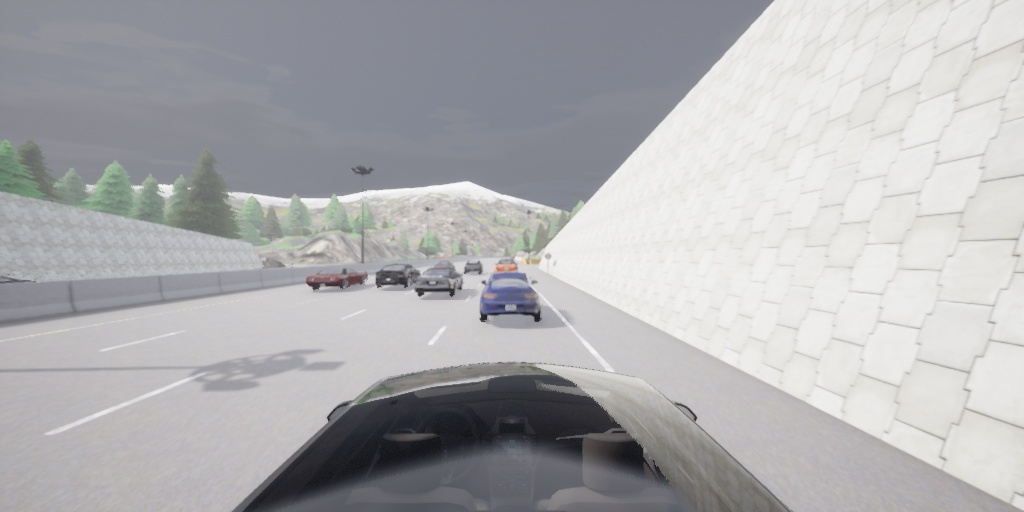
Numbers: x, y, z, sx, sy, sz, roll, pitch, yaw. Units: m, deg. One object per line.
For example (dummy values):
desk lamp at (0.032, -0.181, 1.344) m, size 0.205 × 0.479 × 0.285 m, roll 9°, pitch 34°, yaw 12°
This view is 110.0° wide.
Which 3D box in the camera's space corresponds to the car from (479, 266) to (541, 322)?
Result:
car at (-0.079, 1.252, 12.165) m, size 1.812 × 1.442 × 4.674 m, roll 0°, pitch 0°, yaw -1°

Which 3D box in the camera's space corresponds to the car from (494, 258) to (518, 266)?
car at (-0.494, 1.035, 31.932) m, size 2.097 × 1.767 × 4.553 m, roll 0°, pitch 0°, yaw -1°

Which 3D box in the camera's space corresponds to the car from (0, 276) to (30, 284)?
car at (-21.308, 1.418, 13.798) m, size 1.994 × 1.385 × 4.181 m, roll 0°, pitch 0°, yaw -1°

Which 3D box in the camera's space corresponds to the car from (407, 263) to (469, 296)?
car at (-3.720, 1.281, 19.025) m, size 2.033 × 1.411 × 5.357 m, roll 0°, pitch 0°, yaw -1°

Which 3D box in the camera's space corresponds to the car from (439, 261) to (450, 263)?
car at (-7.691, 1.270, 41.317) m, size 1.994 × 1.385 × 4.181 m, roll 0°, pitch 0°, yaw -1°

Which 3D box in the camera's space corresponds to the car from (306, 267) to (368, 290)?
car at (-10.799, 1.370, 22.589) m, size 1.895 × 1.301 × 4.718 m, roll 0°, pitch 0°, yaw -1°

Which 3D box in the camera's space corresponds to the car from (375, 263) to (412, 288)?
car at (-7.321, 1.222, 23.551) m, size 1.882 × 1.535 × 5.008 m, roll 0°, pitch 0°, yaw -1°

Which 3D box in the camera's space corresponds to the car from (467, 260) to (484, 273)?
car at (-4.152, 1.181, 39.455) m, size 2.128 × 1.511 × 4.902 m, roll 0°, pitch 0°, yaw -1°
